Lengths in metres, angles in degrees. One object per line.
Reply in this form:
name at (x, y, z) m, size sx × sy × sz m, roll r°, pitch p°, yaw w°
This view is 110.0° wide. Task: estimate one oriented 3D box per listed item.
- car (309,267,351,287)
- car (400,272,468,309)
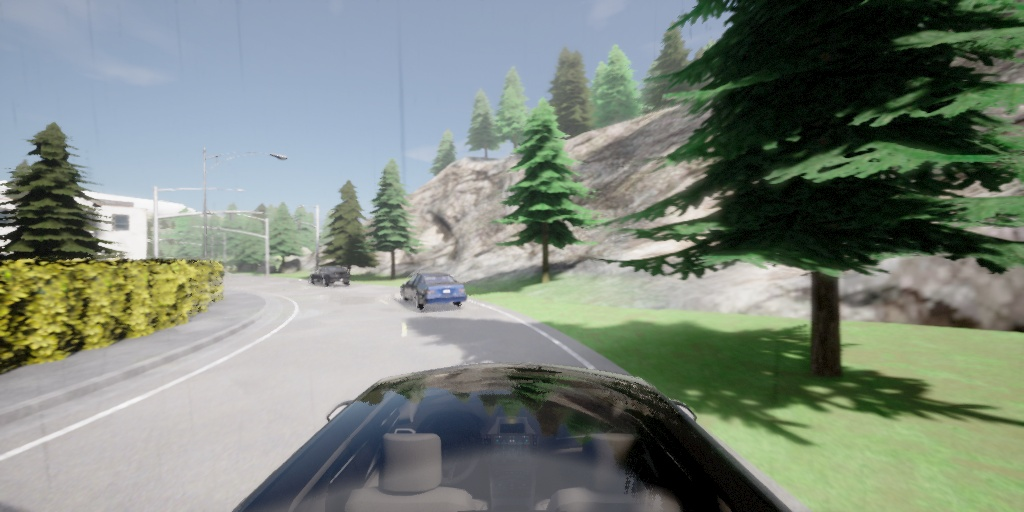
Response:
car at (-14.709, 1.608, 28.869) m, size 4.892 × 1.490 × 1.837 m, roll -1°, pitch -1°, yaw 43°
car at (-3.616, 1.420, 15.929) m, size 2.033 × 1.411 × 5.357 m, roll -1°, pitch 0°, yaw -27°
